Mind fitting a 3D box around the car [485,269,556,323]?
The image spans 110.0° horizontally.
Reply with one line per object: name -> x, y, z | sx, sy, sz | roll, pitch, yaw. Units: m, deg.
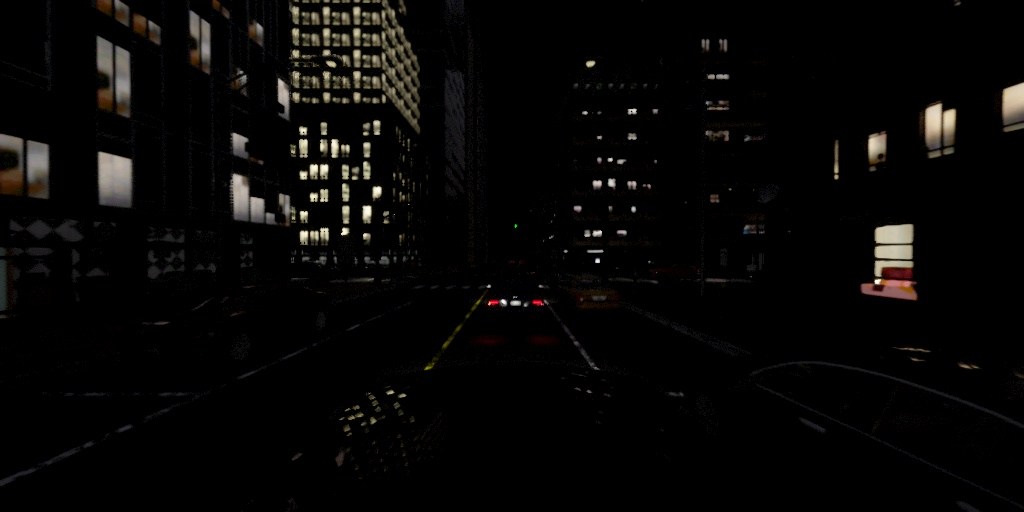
car -> 0.098, 1.341, 12.307 | 2.033, 1.411, 5.357 | 0, 0, 0

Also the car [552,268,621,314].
car -> 2.818, 1.325, 13.834 | 1.751, 1.417, 4.829 | 0, 0, 0

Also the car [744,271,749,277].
car -> 24.945, 1.682, 34.091 | 4.718, 1.301, 1.895 | 0, 1, 1

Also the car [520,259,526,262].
car -> 2.683, 1.534, 57.273 | 2.007, 1.370, 4.403 | 0, 0, 0

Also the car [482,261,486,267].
car -> -5.698, 1.549, 57.272 | 1.948, 1.339, 4.313 | 0, 0, 0

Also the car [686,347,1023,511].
car -> 2.819, 1.303, 2.375 | 2.007, 1.370, 4.403 | 0, 0, 0

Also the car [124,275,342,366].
car -> -5.821, 1.321, 8.076 | 1.888, 1.381, 4.507 | 0, 0, 0

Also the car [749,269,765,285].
car -> 21.713, 1.691, 28.347 | 4.313, 1.339, 1.948 | 0, 0, 1

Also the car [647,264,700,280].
car -> 15.518, 1.481, 34.219 | 5.008, 1.535, 1.882 | 0, 1, 1

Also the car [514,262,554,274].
car -> 2.356, 1.366, 27.779 | 1.837, 1.490, 4.892 | -3, -1, 30

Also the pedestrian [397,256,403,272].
pedestrian -> -12.553, 0.840, 40.140 | 0.375, 1.860, 0.375 | 0, 0, 1

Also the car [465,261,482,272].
car -> -5.697, 1.485, 51.447 | 1.751, 1.417, 4.829 | 0, 0, 0

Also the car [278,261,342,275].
car -> -17.585, 1.240, 31.482 | 5.008, 1.535, 1.882 | 0, 1, 0
